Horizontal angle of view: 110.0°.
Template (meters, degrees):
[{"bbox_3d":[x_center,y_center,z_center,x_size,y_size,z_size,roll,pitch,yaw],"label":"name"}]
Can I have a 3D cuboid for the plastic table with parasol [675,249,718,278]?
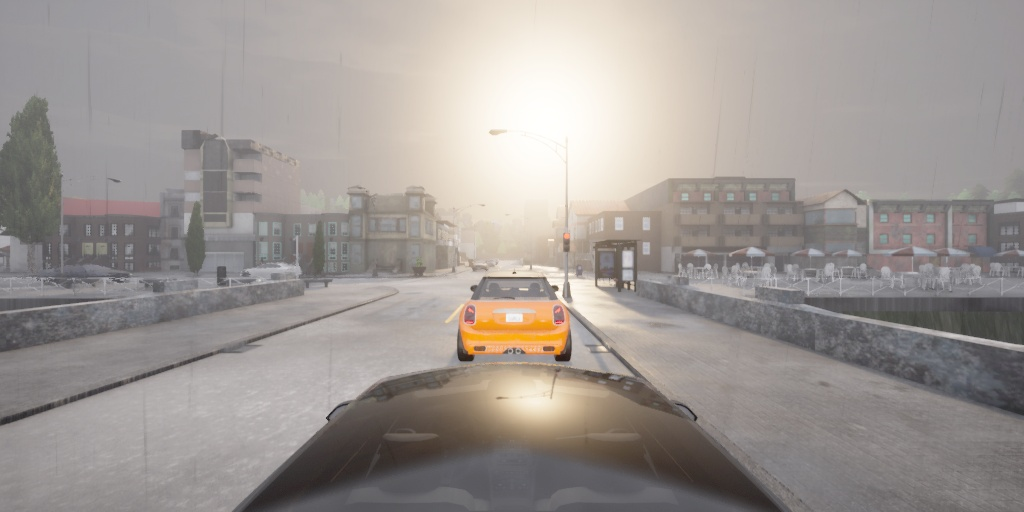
[{"bbox_3d":[15.917,0.675,30.539,2.482,2.480,2.482,0,0,0],"label":"plastic table with parasol"}]

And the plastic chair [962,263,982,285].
[{"bbox_3d":[30.497,1.279,23.859,0.750,1.272,0.730,0,0,0],"label":"plastic chair"}]

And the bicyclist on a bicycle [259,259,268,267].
[{"bbox_3d":[-24.022,1.098,34.599,0.582,1.620,1.656,0,0,0],"label":"bicyclist on a bicycle"}]

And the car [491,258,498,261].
[{"bbox_3d":[-4.073,1.349,63.369,1.895,1.301,4.718,0,0,0],"label":"car"}]

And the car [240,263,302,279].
[{"bbox_3d":[-20.379,1.275,30.442,4.674,1.442,1.812,0,0,0],"label":"car"}]

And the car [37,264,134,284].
[{"bbox_3d":[-31.114,1.297,26.202,5.357,1.411,2.033,0,0,0],"label":"car"}]

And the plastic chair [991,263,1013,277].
[{"bbox_3d":[45.497,1.279,33.358,0.730,1.272,0.750,0,0,0],"label":"plastic chair"}]

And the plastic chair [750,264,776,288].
[{"bbox_3d":[14.997,1.279,21.459,0.750,1.272,0.730,0,0,0],"label":"plastic chair"}]

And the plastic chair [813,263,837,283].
[{"bbox_3d":[22.797,1.279,26.159,0.750,1.272,0.730,0,0,0],"label":"plastic chair"}]

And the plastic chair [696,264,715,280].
[{"bbox_3d":[15.797,1.279,29.259,0.750,1.272,0.730,0,0,0],"label":"plastic chair"}]

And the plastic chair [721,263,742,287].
[{"bbox_3d":[13.897,1.279,22.859,0.730,1.272,0.750,0,0,0],"label":"plastic chair"}]

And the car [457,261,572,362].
[{"bbox_3d":[0.060,1.102,8.397,2.097,1.767,4.553,0,0,1],"label":"car"}]

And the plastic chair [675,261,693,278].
[{"bbox_3d":[14.697,1.279,30.659,0.730,1.272,0.750,0,0,0],"label":"plastic chair"}]

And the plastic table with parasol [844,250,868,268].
[{"bbox_3d":[30.227,0.675,32.229,2.482,2.480,2.482,0,0,0],"label":"plastic table with parasol"}]

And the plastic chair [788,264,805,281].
[{"bbox_3d":[21.697,1.279,27.559,0.730,1.272,0.750,0,0,0],"label":"plastic chair"}]

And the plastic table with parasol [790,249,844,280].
[{"bbox_3d":[22.897,0.675,27.509,2.482,2.480,2.482,0,0,0],"label":"plastic table with parasol"}]

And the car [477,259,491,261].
[{"bbox_3d":[-4.098,1.275,46.807,1.812,1.442,4.674,0,0,0],"label":"car"}]

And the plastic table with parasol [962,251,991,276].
[{"bbox_3d":[30.507,0.675,25.139,2.482,2.480,2.482,0,0,0],"label":"plastic table with parasol"}]

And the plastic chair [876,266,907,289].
[{"bbox_3d":[22.597,1.279,21.359,0.730,1.272,0.750,0,0,0],"label":"plastic chair"}]

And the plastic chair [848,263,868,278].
[{"bbox_3d":[29.897,1.279,30.859,0.750,1.272,0.730,0,0,0],"label":"plastic chair"}]

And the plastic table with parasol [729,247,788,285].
[{"bbox_3d":[15.167,0.675,22.719,2.482,2.480,2.482,0,0,0],"label":"plastic table with parasol"}]

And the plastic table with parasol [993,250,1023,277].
[{"bbox_3d":[46.697,0.675,33.238,2.482,2.480,2.482,0,0,0],"label":"plastic table with parasol"}]

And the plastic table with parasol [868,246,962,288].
[{"bbox_3d":[23.797,0.675,21.309,2.482,2.480,2.482,0,0,0],"label":"plastic table with parasol"}]

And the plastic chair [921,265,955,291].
[{"bbox_3d":[23.697,1.279,19.959,0.750,1.272,0.730,0,0,0],"label":"plastic chair"}]
